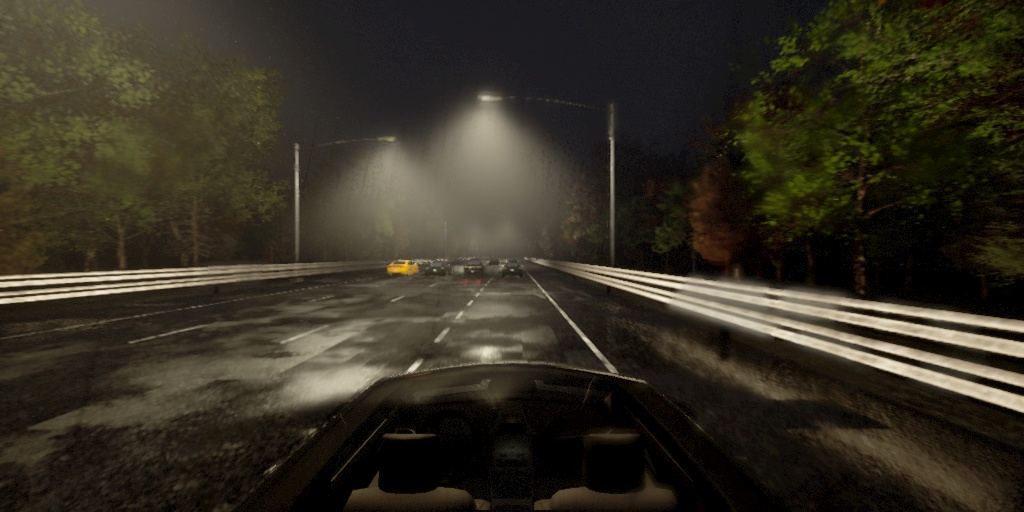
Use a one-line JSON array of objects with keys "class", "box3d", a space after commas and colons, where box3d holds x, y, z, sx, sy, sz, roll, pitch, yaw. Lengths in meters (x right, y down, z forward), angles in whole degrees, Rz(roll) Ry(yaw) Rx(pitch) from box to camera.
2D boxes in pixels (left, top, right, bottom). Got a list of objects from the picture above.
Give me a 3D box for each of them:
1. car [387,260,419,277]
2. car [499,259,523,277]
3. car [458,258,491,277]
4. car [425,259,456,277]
[{"class": "car", "box3d": [-10.440, 1.153, 34.726, 1.882, 1.535, 5.008, 0, 0, 1]}, {"class": "car", "box3d": [0.055, 1.238, 34.573, 1.994, 1.385, 4.181, 0, 0, 1]}, {"class": "car", "box3d": [-3.447, 1.167, 34.130, 2.128, 1.511, 4.902, 0, 0, 1]}, {"class": "car", "box3d": [-6.946, 1.240, 34.292, 1.994, 1.385, 4.181, 0, 0, 1]}]
